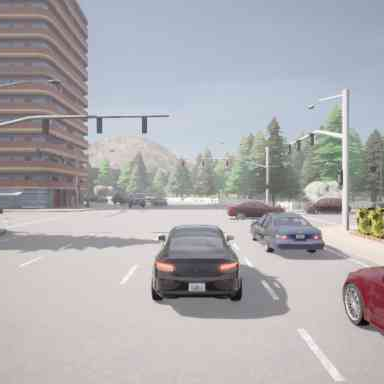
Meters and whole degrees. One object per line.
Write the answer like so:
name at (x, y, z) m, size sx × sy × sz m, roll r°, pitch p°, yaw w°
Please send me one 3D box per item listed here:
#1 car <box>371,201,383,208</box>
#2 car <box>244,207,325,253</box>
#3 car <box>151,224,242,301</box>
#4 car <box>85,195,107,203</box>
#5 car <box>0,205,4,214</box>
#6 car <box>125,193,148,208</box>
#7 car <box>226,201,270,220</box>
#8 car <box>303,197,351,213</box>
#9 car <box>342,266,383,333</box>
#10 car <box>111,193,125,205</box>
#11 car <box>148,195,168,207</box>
car at (19.929, 1.277, 31.497) m, size 5.566 × 2.045 × 2.150 m, roll 0°, pitch 0°, yaw 0°
car at (3.660, 1.547, 13.677) m, size 2.033 × 1.411 × 5.357 m, roll 0°, pitch 0°, yaw 1°
car at (0.104, 1.526, 8.208) m, size 1.812 × 1.442 × 4.674 m, roll 0°, pitch 0°, yaw 0°
car at (-18.776, 1.353, 66.830) m, size 4.553 × 1.767 × 2.097 m, roll 0°, pitch 0°, yaw 41°
car at (-19.129, 1.276, 28.268) m, size 5.566 × 2.045 × 2.150 m, roll 0°, pitch 0°, yaw 1°
car at (-8.182, 1.221, 48.777) m, size 2.150 × 2.045 × 5.566 m, roll 0°, pitch 0°, yaw -14°
car at (5.404, 1.513, 27.971) m, size 5.008 × 1.535 × 1.882 m, roll 0°, pitch 0°, yaw 1°
car at (14.131, 1.407, 35.065) m, size 4.553 × 1.767 × 2.097 m, roll 0°, pitch 0°, yaw 1°
car at (3.602, 1.526, 4.095) m, size 1.812 × 1.442 × 4.674 m, roll 0°, pitch 0°, yaw 1°
car at (-12.091, 1.221, 58.380) m, size 2.150 × 2.045 × 5.566 m, roll 0°, pitch 0°, yaw -31°
car at (-5.026, 1.505, 50.676) m, size 1.837 × 1.490 × 4.892 m, roll 0°, pitch 0°, yaw -17°
